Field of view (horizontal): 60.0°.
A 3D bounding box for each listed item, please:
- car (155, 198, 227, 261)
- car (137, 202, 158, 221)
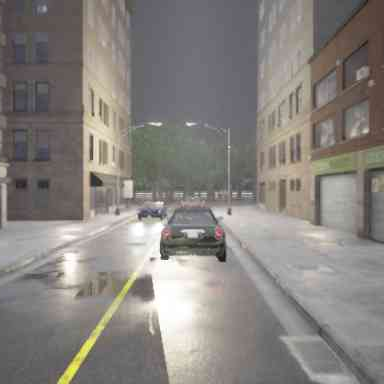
[{"bbox_3d":[0.088,1.284,12.113,2.097,1.767,4.553,0,1,2],"label":"car"},{"bbox_3d":[-3.017,1.449,25.876,1.895,1.301,4.718,0,0,0],"label":"car"}]
